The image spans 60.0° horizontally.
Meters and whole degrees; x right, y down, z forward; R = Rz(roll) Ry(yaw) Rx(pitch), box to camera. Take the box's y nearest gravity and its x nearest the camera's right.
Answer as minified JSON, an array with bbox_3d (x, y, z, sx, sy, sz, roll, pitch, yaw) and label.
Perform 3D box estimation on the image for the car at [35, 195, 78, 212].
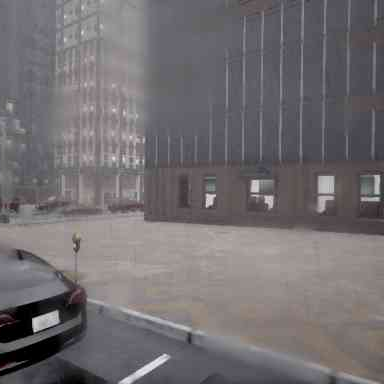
[{"bbox_3d":[-15.583,1.276,38.807,2.192,1.841,5.009,1,0,35],"label":"car"}]

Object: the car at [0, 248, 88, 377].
[{"bbox_3d":[-3.418,1.563,5.146,4.313,1.339,1.947,0,1,36],"label":"car"}]

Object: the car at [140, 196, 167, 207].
[{"bbox_3d":[-6.057,1.423,52.118,1.967,1.590,4.097,1,0,35],"label":"car"}]

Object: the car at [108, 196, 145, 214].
[{"bbox_3d":[-7.032,1.403,36.793,2.192,1.841,5.009,1,0,35],"label":"car"}]

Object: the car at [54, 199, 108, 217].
[{"bbox_3d":[-10.531,1.661,31.871,1.802,1.307,4.206,1,0,35],"label":"car"}]

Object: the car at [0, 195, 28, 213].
[{"bbox_3d":[-19.248,1.268,33.644,2.192,1.841,5.009,1,0,35],"label":"car"}]
